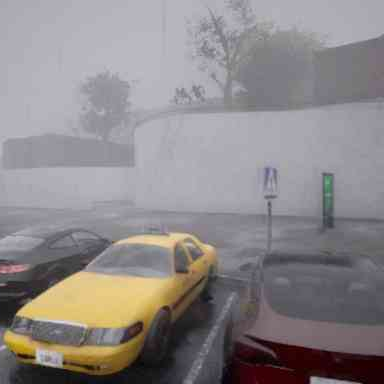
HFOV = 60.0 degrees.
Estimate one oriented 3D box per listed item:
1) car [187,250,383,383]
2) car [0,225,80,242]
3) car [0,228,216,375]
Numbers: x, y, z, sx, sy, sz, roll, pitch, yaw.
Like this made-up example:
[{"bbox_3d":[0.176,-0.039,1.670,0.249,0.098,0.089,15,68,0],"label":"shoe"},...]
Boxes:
[{"bbox_3d":[1.665,1.522,4.642,2.163,1.488,4.792,0,-1,15],"label":"car"},{"bbox_3d":[-3.200,1.533,8.073,2.002,1.452,4.674,0,-1,15],"label":"car"},{"bbox_3d":[-0.816,1.485,6.165,1.946,1.575,5.366,0,-1,15],"label":"car"}]
